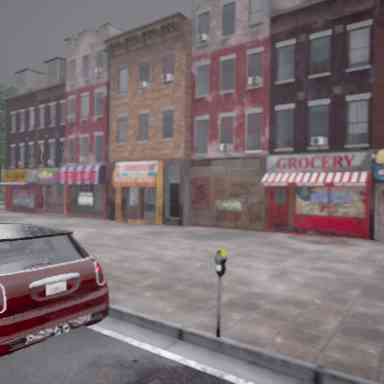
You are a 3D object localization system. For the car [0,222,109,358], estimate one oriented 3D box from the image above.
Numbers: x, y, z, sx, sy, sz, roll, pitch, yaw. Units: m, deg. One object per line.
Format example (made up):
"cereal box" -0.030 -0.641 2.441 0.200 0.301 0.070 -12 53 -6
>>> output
"car" -3.589 1.328 5.801 4.553 1.767 2.097 0 0 36
